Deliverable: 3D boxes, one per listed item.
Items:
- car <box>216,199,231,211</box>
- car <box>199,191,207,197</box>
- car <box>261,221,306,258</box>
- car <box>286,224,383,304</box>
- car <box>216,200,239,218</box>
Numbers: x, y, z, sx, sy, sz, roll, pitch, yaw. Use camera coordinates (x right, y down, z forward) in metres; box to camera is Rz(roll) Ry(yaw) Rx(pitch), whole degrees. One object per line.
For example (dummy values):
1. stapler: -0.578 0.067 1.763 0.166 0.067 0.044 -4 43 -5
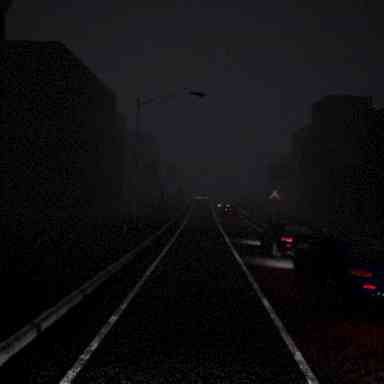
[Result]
1. car: 4.558 1.878 49.391 1.895 1.301 4.718 2 2 2
2. car: 2.768 0.442 83.989 1.882 1.535 5.008 2 1 2
3. car: 4.299 2.016 14.822 1.812 1.442 4.674 2 -1 2
4. car: 4.105 1.862 8.815 1.812 1.442 4.674 2 -1 2
5. car: 4.184 2.051 37.495 2.128 1.511 4.902 2 1 2
